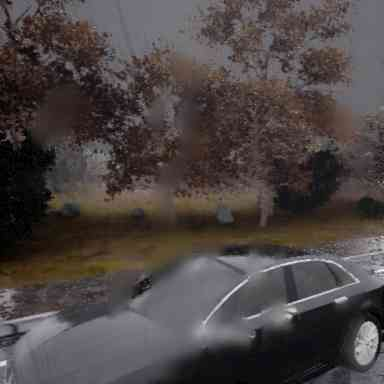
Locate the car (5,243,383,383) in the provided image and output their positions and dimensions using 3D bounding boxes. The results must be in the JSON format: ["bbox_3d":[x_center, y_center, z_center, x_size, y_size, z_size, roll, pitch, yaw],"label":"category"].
[{"bbox_3d":[0.490,1.477,4.085,4.892,1.490,1.837,0,0,-33],"label":"car"}]
